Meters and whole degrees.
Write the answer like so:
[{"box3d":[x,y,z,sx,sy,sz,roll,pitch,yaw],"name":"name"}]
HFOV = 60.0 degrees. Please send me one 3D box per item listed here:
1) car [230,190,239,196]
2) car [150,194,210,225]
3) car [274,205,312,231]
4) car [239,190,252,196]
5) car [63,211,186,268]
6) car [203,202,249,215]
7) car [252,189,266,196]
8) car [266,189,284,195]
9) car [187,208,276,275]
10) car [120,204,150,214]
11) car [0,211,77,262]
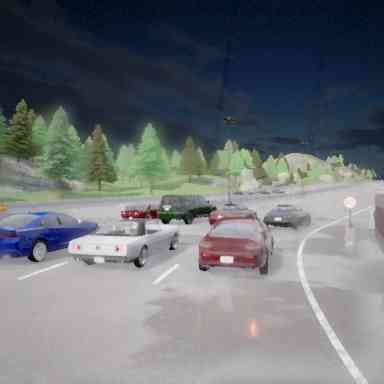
[{"box3d":[11.111,0.236,83.331,2.128,1.511,4.902,0,2,35],"name":"car"},{"box3d":[-0.192,1.157,23.541,2.150,2.045,5.566,0,0,32],"name":"car"},{"box3d":[5.744,1.433,19.826,1.994,1.385,4.181,0,0,32],"name":"car"},{"box3d":[13.995,0.213,81.348,1.812,1.442,4.674,0,2,35],"name":"car"},{"box3d":[-1.897,1.537,11.127,1.895,1.301,4.718,0,0,16],"name":"car"},{"box3d":[2.770,1.456,21.671,1.994,1.385,4.181,0,0,32],"name":"car"},{"box3d":[16.879,0.167,79.365,1.837,1.490,4.892,0,2,35],"name":"car"},{"box3d":[19.776,0.000,77.404,2.097,1.767,4.553,0,2,35],"name":"car"},{"box3d":[1.460,1.433,10.140,1.812,1.442,4.674,0,0,16],"name":"car"},{"box3d":[-3.162,1.542,25.386,1.895,1.301,4.718,0,0,32],"name":"car"},{"box3d":[-5.273,1.433,12.057,1.882,1.535,5.008,0,0,16],"name":"car"}]
